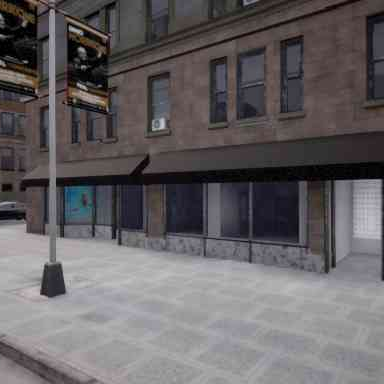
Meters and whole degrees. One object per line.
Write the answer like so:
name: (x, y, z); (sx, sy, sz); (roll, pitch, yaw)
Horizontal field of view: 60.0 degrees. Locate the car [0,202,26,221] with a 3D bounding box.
car: (-14.199, 1.545, 25.272); (1.837, 1.490, 4.892); (0, 0, 37)
